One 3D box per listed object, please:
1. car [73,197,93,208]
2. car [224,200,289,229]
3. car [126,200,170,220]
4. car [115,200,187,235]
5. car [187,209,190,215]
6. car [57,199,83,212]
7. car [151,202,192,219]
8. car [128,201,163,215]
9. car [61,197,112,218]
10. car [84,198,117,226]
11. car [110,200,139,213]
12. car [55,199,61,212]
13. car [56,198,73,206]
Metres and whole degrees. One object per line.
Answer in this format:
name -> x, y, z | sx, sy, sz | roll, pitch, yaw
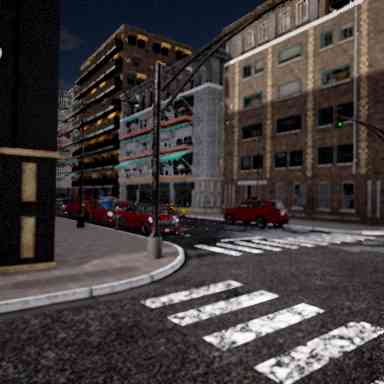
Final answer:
car -> -18.086, 1.703, 54.927 | 1.967, 1.590, 4.097 | 1, -1, -35
car -> 4.440, 1.479, 23.312 | 2.192, 1.841, 5.009 | 1, -1, -35
car -> -4.202, 1.606, 30.806 | 1.882, 1.535, 5.008 | 2, -1, -35
car -> -2.387, 1.416, 18.451 | 1.967, 1.590, 4.097 | 1, -1, -35
car -> -2.613, 1.533, 23.232 | 2.128, 1.511, 4.902 | 2, -1, -35
car -> -14.957, 1.616, 40.591 | 1.812, 1.442, 4.674 | 2, -1, -35
car -> -2.098, 1.713, 32.483 | 1.752, 1.417, 4.829 | 1, -1, -35
car -> -5.217, 1.765, 36.860 | 1.947, 1.339, 4.313 | 1, -1, -35
car -> -8.819, 1.314, 27.484 | 2.192, 1.841, 5.009 | 1, -1, -35
car -> -5.604, 1.427, 22.967 | 1.967, 1.590, 4.097 | 1, -1, -35
car -> -8.435, 1.757, 41.377 | 1.887, 1.381, 4.507 | 1, -1, -35
car -> -15.254, 1.464, 36.513 | 1.967, 1.590, 4.097 | 1, -1, -35
car -> -24.523, 1.855, 63.959 | 2.008, 1.369, 4.403 | 1, -1, -35
